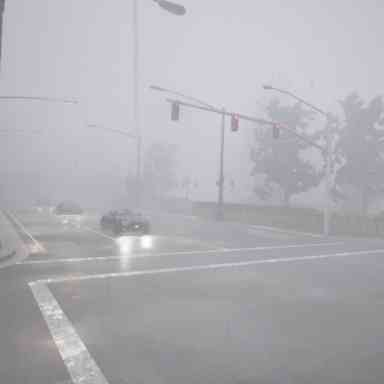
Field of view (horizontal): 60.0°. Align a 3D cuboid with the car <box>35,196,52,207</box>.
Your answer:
[{"bbox_3d":[-22.178,1.448,49.713,1.837,1.490,4.892,3,-1,-31],"label":"car"}]

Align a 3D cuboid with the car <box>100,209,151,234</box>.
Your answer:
[{"bbox_3d":[-4.071,1.698,19.976,1.994,1.385,4.181,3,-1,-31],"label":"car"}]

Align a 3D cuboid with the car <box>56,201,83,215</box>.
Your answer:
[{"bbox_3d":[-12.450,1.581,33.656,1.994,1.385,4.181,3,-1,-31],"label":"car"}]
